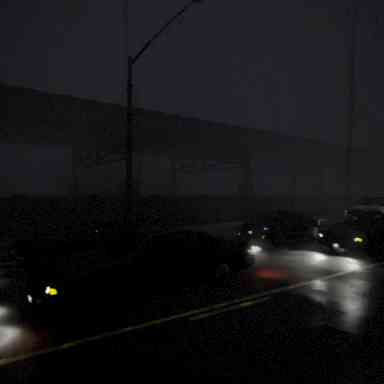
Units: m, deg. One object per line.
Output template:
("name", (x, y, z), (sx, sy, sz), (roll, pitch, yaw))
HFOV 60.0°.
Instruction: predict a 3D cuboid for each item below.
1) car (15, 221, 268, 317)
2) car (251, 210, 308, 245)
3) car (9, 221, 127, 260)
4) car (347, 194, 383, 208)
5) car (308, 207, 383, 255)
("car", (-0.859, 1.553, 7.717), (5.357, 1.411, 2.033), (0, 0, -38))
("car", (4.147, 1.560, 15.532), (4.181, 1.385, 1.994), (0, 0, -35))
("car", (-3.030, 1.615, 10.431), (4.718, 1.301, 1.895), (0, 0, -35))
("car", (11.847, 1.166, 20.972), (5.566, 2.045, 2.150), (-1, 0, -35))
("car", (7.368, 1.534, 13.529), (5.357, 1.411, 2.033), (0, 0, -35))
